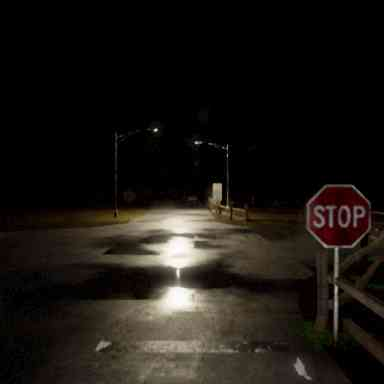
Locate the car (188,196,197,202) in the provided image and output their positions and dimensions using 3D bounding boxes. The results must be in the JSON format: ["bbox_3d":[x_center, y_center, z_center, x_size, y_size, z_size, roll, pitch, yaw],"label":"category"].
[{"bbox_3d":[0.089,1.478,71.520,1.895,1.301,4.718,0,0,0],"label":"car"}]
